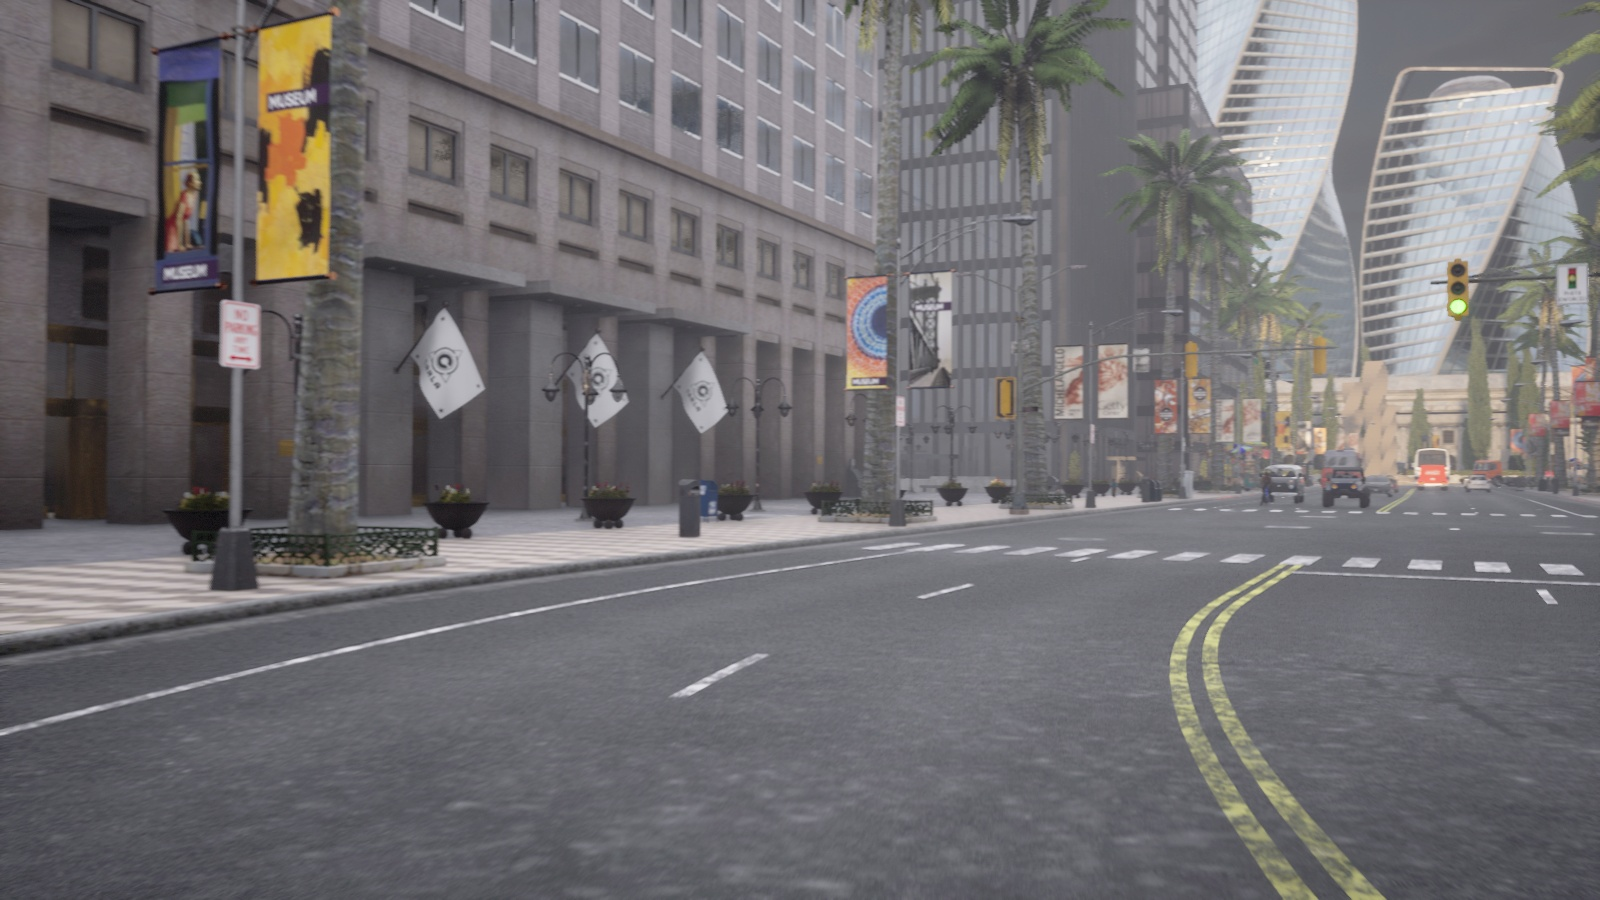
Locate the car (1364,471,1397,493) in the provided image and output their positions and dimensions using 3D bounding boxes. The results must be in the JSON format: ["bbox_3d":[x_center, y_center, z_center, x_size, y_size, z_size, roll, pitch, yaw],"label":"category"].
[{"bbox_3d":[39.535,2.146,85.520,1.837,1.490,4.892,-1,-1,27],"label":"car"}]

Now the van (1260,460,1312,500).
[{"bbox_3d":[25.837,1.586,66.648,2.069,2.038,4.480,-1,-1,27],"label":"van"}]

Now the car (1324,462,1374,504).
[{"bbox_3d":[25.848,1.530,59.040,1.905,1.878,3.866,-1,-1,27],"label":"car"}]
